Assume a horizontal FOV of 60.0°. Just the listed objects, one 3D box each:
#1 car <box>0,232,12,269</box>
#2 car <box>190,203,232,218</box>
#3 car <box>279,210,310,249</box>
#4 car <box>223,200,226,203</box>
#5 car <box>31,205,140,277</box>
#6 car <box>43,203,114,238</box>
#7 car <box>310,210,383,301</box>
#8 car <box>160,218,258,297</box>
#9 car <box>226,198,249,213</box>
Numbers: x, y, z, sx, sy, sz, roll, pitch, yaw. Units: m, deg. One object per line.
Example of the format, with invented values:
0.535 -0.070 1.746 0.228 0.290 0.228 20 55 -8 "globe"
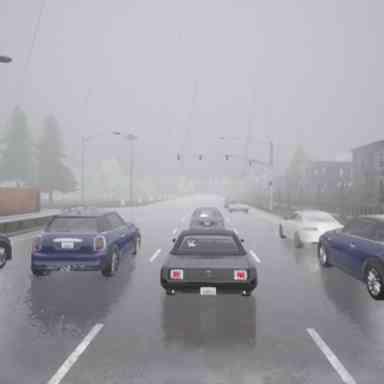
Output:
-6.603 1.352 8.284 2.097 1.767 4.553 0 0 2 "car"
0.823 1.546 18.244 2.033 1.411 5.357 0 0 2 "car"
5.119 1.525 14.492 1.812 1.442 4.674 0 0 2 "car"
5.415 1.544 46.366 2.033 1.411 5.357 0 0 2 "car"
-3.011 1.351 10.408 2.097 1.767 4.553 0 0 2 "car"
-6.159 1.491 18.786 2.128 1.511 4.902 0 0 2 "car"
4.864 1.350 8.468 2.097 1.767 4.553 0 0 2 "car"
0.413 1.600 8.556 1.895 1.301 4.718 0 0 3 "car"
5.043 1.598 36.475 1.895 1.301 4.718 0 0 3 "car"
